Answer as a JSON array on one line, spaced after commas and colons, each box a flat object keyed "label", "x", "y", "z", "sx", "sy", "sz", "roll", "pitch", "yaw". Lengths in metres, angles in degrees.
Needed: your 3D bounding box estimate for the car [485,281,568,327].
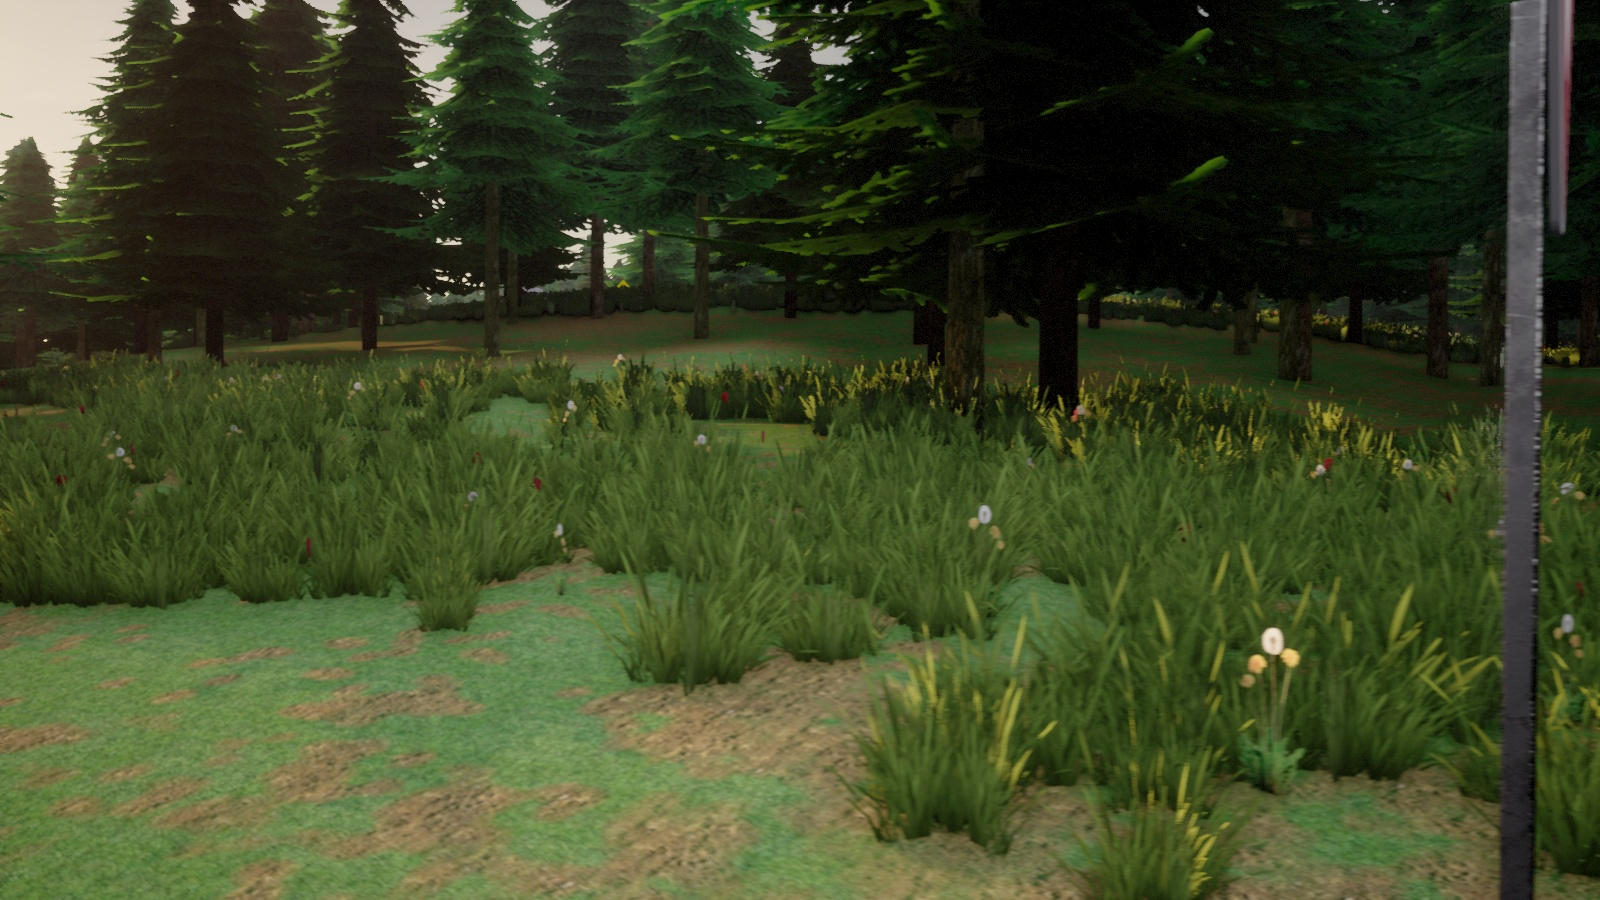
[{"label": "car", "x": -13.237, "y": -6.987, "z": 60.553, "sx": 2.007, "sy": 1.525, "sz": 4.514, "roll": -1, "pitch": -2, "yaw": -40}]
